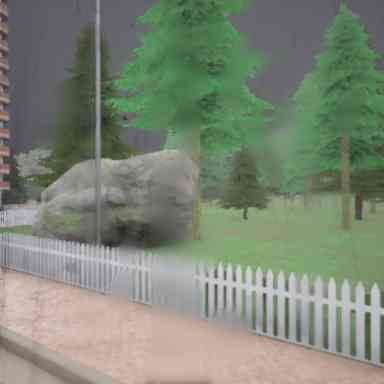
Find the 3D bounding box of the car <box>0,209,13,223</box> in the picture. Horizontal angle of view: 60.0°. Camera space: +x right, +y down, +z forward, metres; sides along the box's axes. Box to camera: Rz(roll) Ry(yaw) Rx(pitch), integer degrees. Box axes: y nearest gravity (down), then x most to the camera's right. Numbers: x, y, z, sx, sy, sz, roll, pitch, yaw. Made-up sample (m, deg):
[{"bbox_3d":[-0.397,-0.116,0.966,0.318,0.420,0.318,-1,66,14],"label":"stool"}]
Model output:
[{"bbox_3d":[-14.891,1.574,23.586,1.994,1.385,4.181,0,0,25],"label":"car"}]
